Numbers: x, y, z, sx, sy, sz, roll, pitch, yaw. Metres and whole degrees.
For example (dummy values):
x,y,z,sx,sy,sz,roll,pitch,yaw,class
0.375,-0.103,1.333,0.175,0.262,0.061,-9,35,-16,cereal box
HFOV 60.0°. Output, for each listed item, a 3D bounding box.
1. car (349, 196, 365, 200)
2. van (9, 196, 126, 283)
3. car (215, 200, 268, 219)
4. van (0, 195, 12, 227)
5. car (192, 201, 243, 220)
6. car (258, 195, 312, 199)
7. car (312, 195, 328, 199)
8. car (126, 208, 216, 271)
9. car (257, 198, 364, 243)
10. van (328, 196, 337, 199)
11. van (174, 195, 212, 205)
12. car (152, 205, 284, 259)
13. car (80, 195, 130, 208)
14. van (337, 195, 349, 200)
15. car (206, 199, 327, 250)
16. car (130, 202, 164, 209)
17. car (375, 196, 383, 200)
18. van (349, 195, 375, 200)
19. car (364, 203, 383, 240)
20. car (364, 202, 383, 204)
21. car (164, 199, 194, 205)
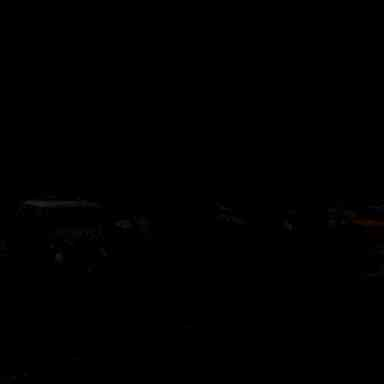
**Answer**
x,y,z,sx,sy,sz,roll,pitch,yaw,class
18.079,1.633,41.142,2.097,1.535,5.008,0,0,-35,car
-3.730,1.215,9.427,1.878,1.987,4.442,0,0,-35,van
4.541,1.544,31.499,2.097,1.535,5.008,0,0,-35,car
-11.329,1.215,20.359,1.878,1.987,4.442,0,0,-35,van
2.178,1.569,29.827,2.002,1.452,4.674,0,0,-35,car
9.071,1.323,34.693,2.435,2.045,5.566,0,0,-35,car
11.328,1.337,36.299,2.435,2.045,5.566,0,0,-35,car
-1.538,1.496,11.133,2.002,1.452,4.674,0,0,-35,car
5.269,1.375,15.933,2.185,1.767,4.553,0,0,-35,car
13.636,1.378,37.832,1.878,1.987,4.442,0,0,-35,van
-0.145,1.288,28.315,1.878,1.987,4.442,0,0,-35,van
0.729,1.471,12.735,2.097,1.535,5.008,0,0,-35,car
-6.832,1.218,23.380,2.435,2.045,5.566,0,0,-35,car
15.758,1.392,39.628,1.878,1.987,4.442,0,0,-35,van
3.007,1.360,14.324,2.185,1.767,4.553,0,0,-35,car
-4.488,1.485,25.076,2.097,1.535,5.008,0,0,-35,car
22.577,1.701,44.372,2.163,1.488,4.792,1,0,-35,car
20.416,1.425,42.666,1.878,1.987,4.442,1,0,-36,van
7.620,1.512,17.416,1.946,1.575,5.366,0,0,-35,car
9.778,1.531,19.172,2.231,1.521,4.892,0,0,-35,car
-2.232,1.540,26.685,2.002,1.452,4.674,0,0,-35,car
